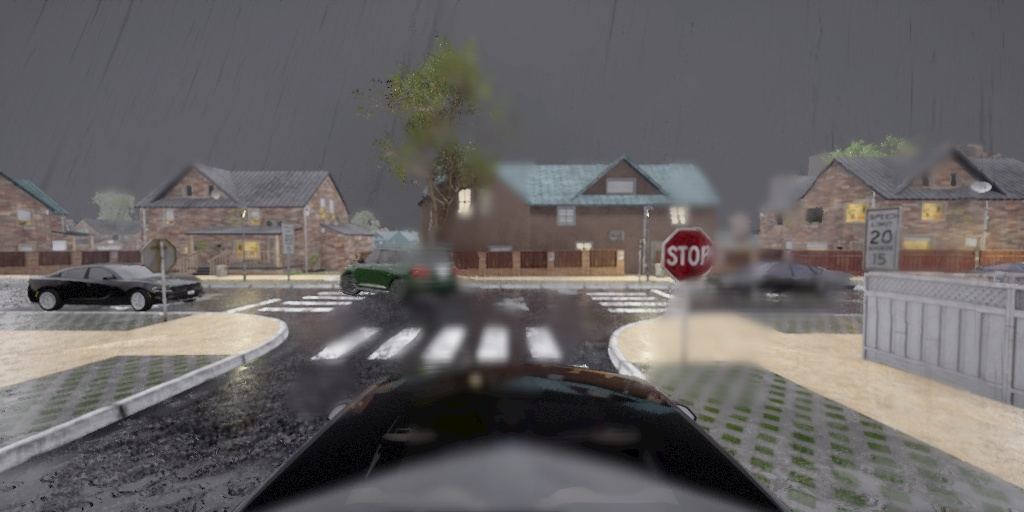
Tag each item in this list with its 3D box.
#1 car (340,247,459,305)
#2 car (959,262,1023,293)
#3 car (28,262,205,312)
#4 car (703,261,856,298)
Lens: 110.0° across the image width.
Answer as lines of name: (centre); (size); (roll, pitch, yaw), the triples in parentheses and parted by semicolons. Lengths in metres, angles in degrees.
car: (-4.593, 0.643, 14.350); (5.566, 2.045, 2.150); (2, 2, 37)
car: (21.101, 0.954, 15.026); (4.181, 1.385, 1.994); (0, 3, 0)
car: (-13.593, 0.984, 12.485); (5.008, 1.535, 1.882); (0, 3, 2)
car: (11.127, 0.933, 15.096); (5.357, 1.411, 2.033); (0, 3, 1)
